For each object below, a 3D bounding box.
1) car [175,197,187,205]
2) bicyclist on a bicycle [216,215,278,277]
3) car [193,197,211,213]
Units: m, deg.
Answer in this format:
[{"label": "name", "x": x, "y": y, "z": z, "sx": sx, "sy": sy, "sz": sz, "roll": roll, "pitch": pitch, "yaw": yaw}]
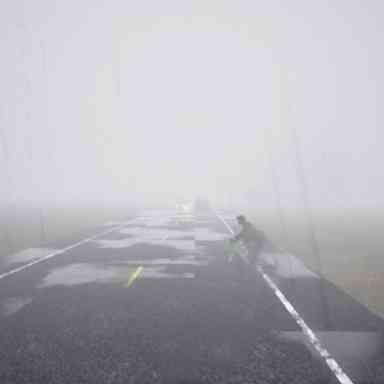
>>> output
[{"label": "car", "x": -1.927, "y": 1.565, "z": 59.010, "sx": 1.895, "sy": 1.301, "sz": 4.718, "roll": 0, "pitch": 0, "yaw": 2}, {"label": "bicyclist on a bicycle", "x": 1.473, "y": 1.447, "z": 8.918, "sx": 1.656, "sy": 1.620, "sz": 0.582, "roll": 0, "pitch": 0, "yaw": 2}, {"label": "car", "x": 1.084, "y": 1.524, "z": 36.034, "sx": 2.033, "sy": 1.411, "sz": 5.357, "roll": 0, "pitch": 0, "yaw": 1}]
